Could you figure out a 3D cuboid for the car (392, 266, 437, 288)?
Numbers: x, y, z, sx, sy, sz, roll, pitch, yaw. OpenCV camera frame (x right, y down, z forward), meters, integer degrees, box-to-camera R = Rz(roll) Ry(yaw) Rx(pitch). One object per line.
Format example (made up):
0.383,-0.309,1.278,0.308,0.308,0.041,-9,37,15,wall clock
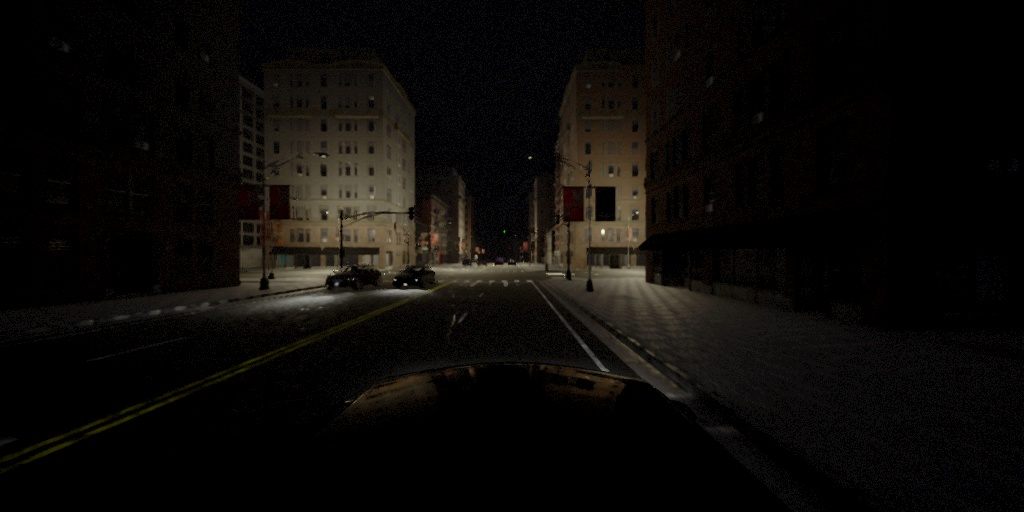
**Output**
-6.524,1.384,24.664,2.033,1.411,5.357,0,0,1,car

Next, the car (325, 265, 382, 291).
-9.795,1.320,22.536,2.128,1.511,4.902,0,0,1,car
